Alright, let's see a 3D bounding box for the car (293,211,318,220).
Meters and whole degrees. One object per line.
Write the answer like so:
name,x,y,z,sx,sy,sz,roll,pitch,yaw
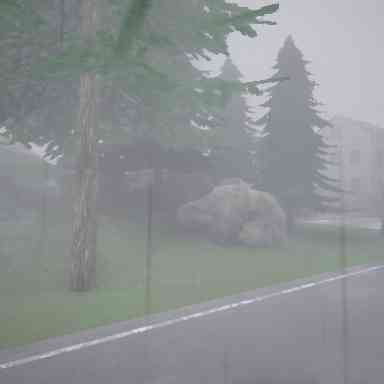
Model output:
car,7.989,1.532,28.381,2.033,1.411,5.357,0,0,-35
